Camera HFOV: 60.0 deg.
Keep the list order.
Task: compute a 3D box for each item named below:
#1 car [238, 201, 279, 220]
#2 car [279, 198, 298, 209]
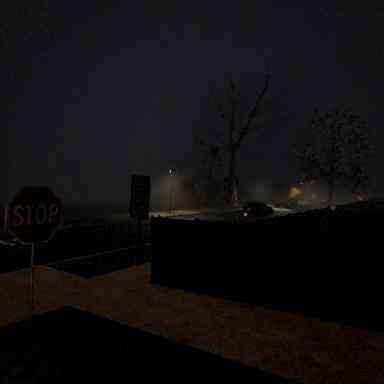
[{"bbox_3d":[5.862,1.634,30.120,1.837,1.490,4.892,4,2,33],"label":"car"},{"bbox_3d":[13.367,1.536,46.687,2.033,1.411,5.357,4,2,33],"label":"car"}]
